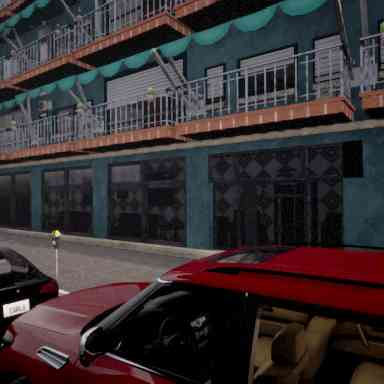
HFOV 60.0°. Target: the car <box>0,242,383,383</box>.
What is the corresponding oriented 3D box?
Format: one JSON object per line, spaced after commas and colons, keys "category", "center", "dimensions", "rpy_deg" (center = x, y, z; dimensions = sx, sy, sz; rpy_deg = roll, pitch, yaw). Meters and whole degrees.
{"category": "car", "center": [0.608, 1.315, 2.303], "dimensions": [5.009, 1.841, 2.192], "rpy_deg": [0, -1, 36]}
